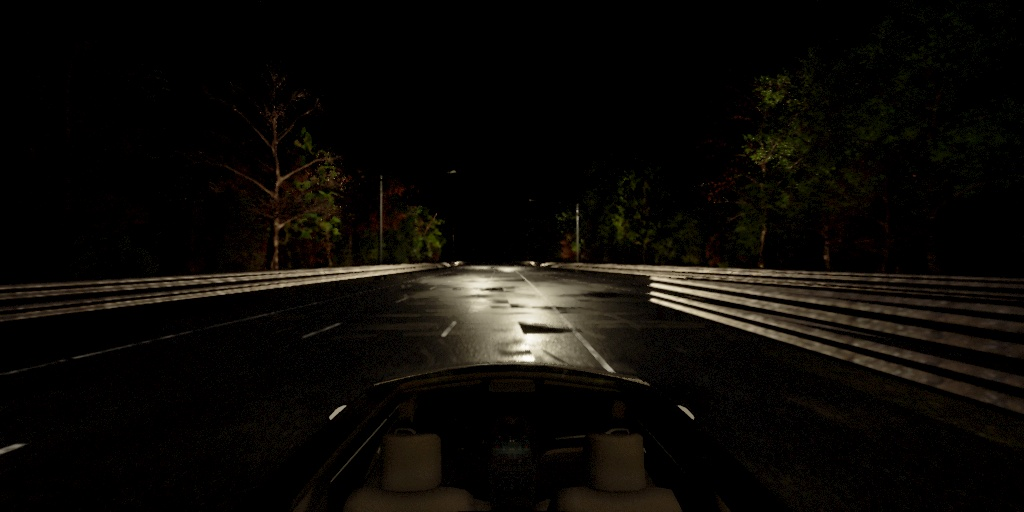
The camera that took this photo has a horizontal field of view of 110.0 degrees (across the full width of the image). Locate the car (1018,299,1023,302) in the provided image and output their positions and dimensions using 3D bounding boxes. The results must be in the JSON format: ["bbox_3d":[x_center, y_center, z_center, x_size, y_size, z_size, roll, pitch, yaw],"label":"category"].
[{"bbox_3d":[12.459,1.385,7.382,2.033,1.411,5.357,0,0,-13],"label":"car"}]
